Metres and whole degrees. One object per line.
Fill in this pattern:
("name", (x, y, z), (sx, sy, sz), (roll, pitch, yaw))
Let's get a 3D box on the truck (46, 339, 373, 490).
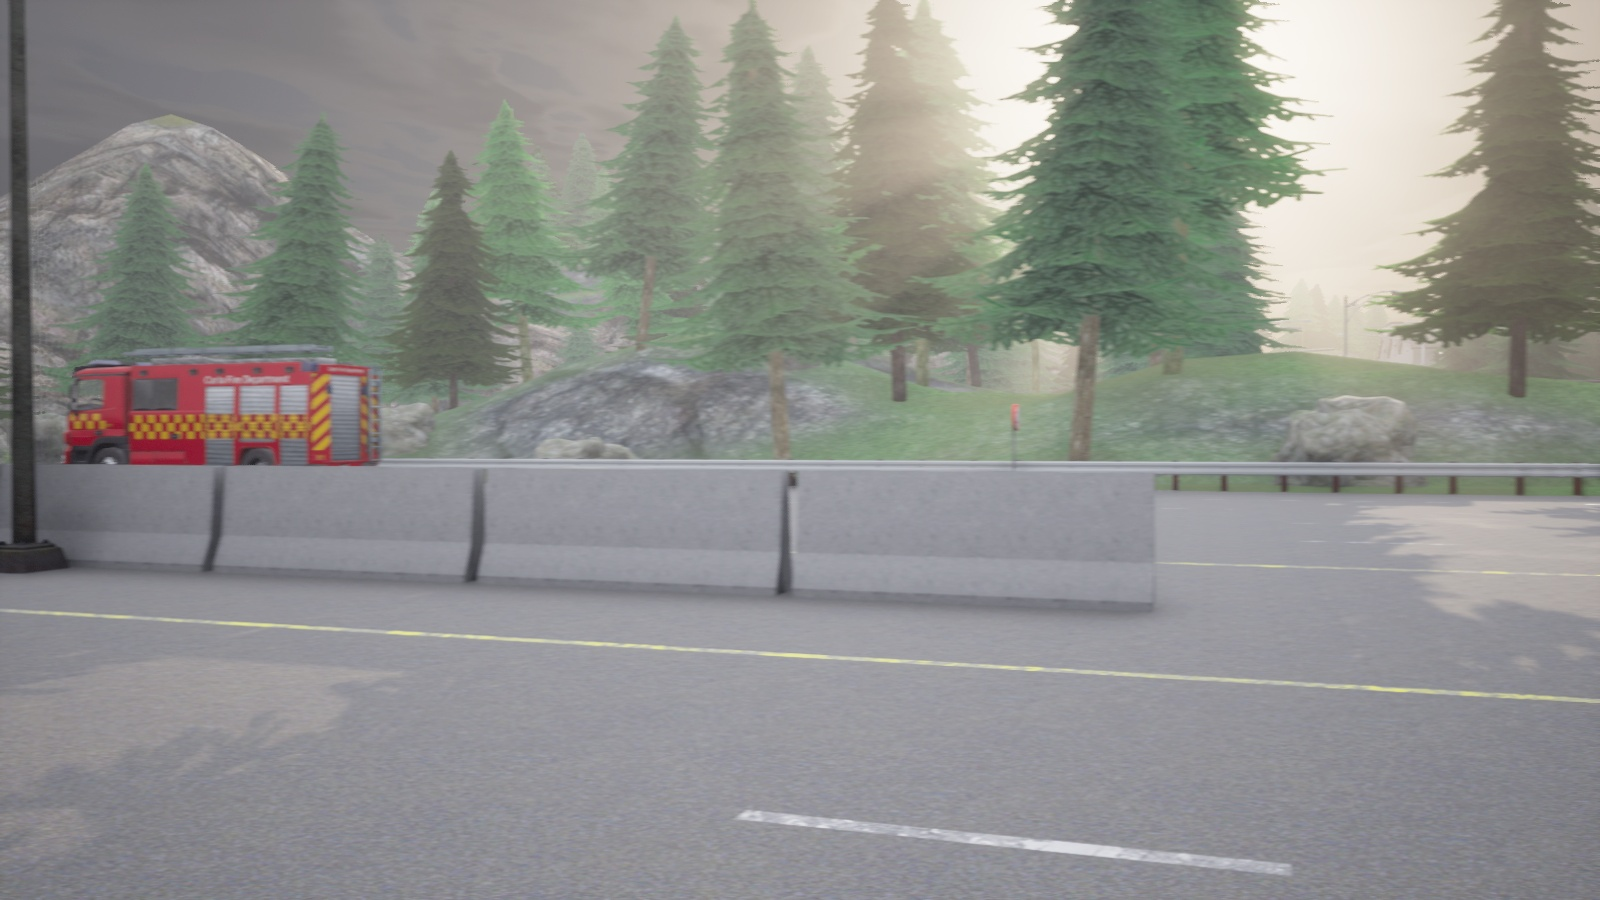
("truck", (-16.195, -0.953, 34.472), (8.468, 3.827, 2.891), (1, 1, 19))
